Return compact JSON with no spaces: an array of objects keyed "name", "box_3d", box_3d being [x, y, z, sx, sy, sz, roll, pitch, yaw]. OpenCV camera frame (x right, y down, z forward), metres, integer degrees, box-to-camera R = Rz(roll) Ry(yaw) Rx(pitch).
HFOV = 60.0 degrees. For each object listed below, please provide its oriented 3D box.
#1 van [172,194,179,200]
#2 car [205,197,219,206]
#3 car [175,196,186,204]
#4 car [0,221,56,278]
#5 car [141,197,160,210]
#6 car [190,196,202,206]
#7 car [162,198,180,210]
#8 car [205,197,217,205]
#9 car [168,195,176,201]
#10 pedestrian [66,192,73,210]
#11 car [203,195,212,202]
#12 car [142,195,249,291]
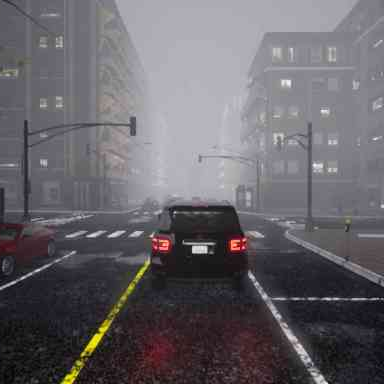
[{"name":"van","box_3d":[-4.709,1.340,93.261,1.690,1.788,3.998,0,0,1]},{"name":"car","box_3d":[3.249,1.549,53.697,2.008,1.369,4.403,0,0,1]},{"name":"car","box_3d":[-2.314,1.564,67.080,1.994,1.385,4.181,0,0,1]},{"name":"car","box_3d":[-5.598,1.581,10.107,1.802,1.307,4.206,0,0,1]},{"name":"car","box_3d":[-5.252,1.438,42.516,1.967,1.590,4.097,0,0,1]},{"name":"car","box_3d":[0.682,1.476,55.805,1.882,1.535,5.008,0,0,1]},{"name":"car","box_3d":[-2.634,1.562,43.141,1.994,1.385,4.181,0,0,2]},{"name":"car","box_3d":[3.309,1.544,59.335,1.887,1.381,4.507,0,0,1]},{"name":"car","box_3d":[-4.831,1.525,81.814,1.752,1.417,4.829,0,0,1]},{"name":"pedestrian","box_3d":[-12.367,0.902,33.584,0.375,1.860,0.375,0,-1,0]},{"name":"car","box_3d":[3.490,1.440,76.251,1.967,1.590,4.097,0,0,1]},{"name":"car","box_3d":[0.180,1.221,9.184,2.150,2.045,5.566,0,0,1]}]
